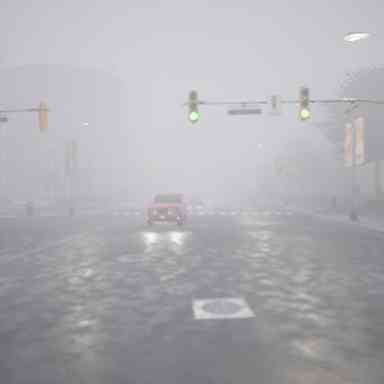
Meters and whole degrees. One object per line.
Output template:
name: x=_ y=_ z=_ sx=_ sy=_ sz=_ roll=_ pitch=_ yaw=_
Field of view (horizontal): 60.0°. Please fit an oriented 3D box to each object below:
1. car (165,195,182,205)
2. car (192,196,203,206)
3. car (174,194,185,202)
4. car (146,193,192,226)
car: x=-2.818 y=1.222 z=50.871 sx=1.994 sy=1.385 sz=4.181 roll=0 pitch=0 yaw=5
car: x=0.504 y=1.204 z=46.561 sx=2.033 sy=1.411 sz=5.357 roll=0 pitch=0 yaw=5
car: x=-2.409 y=1.097 z=62.408 sx=1.812 sy=1.442 sz=4.674 roll=0 pitch=1 yaw=-4
car: x=-1.520 y=1.083 z=22.167 sx=2.150 sy=2.045 sz=5.566 roll=0 pitch=1 yaw=5
